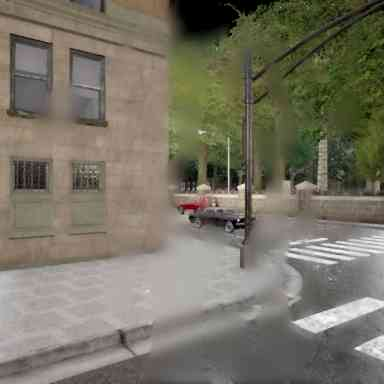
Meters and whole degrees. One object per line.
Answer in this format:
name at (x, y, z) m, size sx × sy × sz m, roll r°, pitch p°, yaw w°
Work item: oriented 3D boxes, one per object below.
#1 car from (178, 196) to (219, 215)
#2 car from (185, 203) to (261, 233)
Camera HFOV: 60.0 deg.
car at (0.595, 1.291, 31.818) m, size 2.192 × 1.841 × 5.009 m, roll 0°, pitch 0°, yaw -35°
car at (1.841, 1.590, 19.875) m, size 1.895 × 1.301 × 4.718 m, roll 0°, pitch 0°, yaw -35°
